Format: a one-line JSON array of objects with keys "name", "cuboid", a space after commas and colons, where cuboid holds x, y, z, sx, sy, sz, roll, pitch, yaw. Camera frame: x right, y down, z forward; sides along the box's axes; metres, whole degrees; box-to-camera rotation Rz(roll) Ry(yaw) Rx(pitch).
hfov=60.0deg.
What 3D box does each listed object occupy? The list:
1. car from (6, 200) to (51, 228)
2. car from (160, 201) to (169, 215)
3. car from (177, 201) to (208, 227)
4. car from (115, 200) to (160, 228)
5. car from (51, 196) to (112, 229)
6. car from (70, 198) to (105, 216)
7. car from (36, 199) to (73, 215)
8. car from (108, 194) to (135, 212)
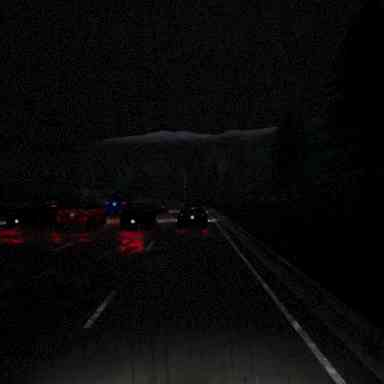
[{"name": "car", "cuboid": [-10.458, 1.496, 22.302, 1.837, 1.490, 4.892, 0, 0, 1]}, {"name": "car", "cuboid": [-3.457, 1.549, 34.010, 1.994, 1.385, 4.181, 0, 0, 0]}, {"name": "car", "cuboid": [0.043, 1.554, 22.617, 1.994, 1.385, 4.181, 0, 0, 1]}, {"name": "car", "cuboid": [-3.461, 1.495, 22.034, 1.837, 1.490, 4.892, 0, 0, 1]}, {"name": "car", "cuboid": [-6.965, 1.343, 21.503, 2.097, 1.767, 4.553, 0, 0, 1]}, {"name": "car", "cuboid": [-10.456, 1.463, 33.645, 1.882, 1.535, 5.008, 0, 0, 0]}, {"name": "car", "cuboid": [-13.959, 1.511, 34.087, 1.812, 1.442, 4.674, 0, 0, 0]}, {"name": "car", "cuboid": [-6.969, 1.207, 32.841, 2.150, 2.045, 5.566, 0, 0, 1]}]
